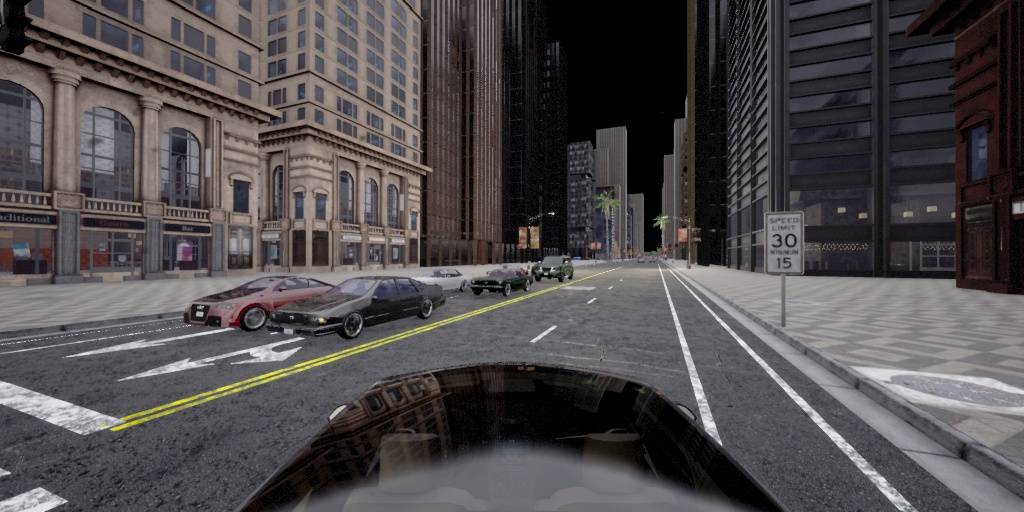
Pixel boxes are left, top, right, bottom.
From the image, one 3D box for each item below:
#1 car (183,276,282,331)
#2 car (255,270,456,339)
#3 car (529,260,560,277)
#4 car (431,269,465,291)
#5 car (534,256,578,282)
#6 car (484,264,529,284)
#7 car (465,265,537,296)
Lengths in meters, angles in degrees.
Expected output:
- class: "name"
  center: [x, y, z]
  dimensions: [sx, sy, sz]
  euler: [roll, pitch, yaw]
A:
- class: "car"
  center: [-7.285, 1.315, 11.069]
  dimensions: [1.994, 1.385, 4.181]
  euler: [0, 0, 22]
- class: "car"
  center: [-4.016, 1.299, 10.497]
  dimensions: [2.033, 1.411, 5.357]
  euler: [0, 0, 22]
- class: "car"
  center: [3.538, 1.250, 37.897]
  dimensions: [1.882, 1.535, 5.008]
  euler: [0, 0, 22]
- class: "car"
  center: [-4.021, 1.356, 19.200]
  dimensions: [1.895, 1.301, 4.718]
  euler: [0, 0, 22]
- class: "car"
  center: [3.555, 0.986, 29.318]
  dimensions: [2.150, 2.045, 5.566]
  euler: [0, 0, 22]
- class: "car"
  center: [-0.304, 1.364, 28.442]
  dimensions: [1.895, 1.301, 4.718]
  euler: [0, 0, 22]
- class: "car"
  center: [-0.439, 1.357, 19.394]
  dimensions: [1.895, 1.301, 4.718]
  euler: [0, 0, 22]
